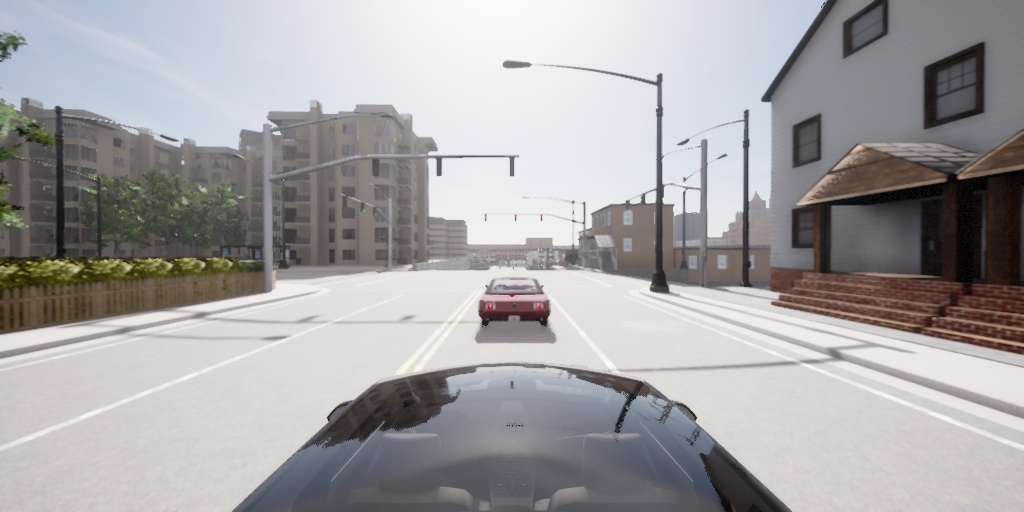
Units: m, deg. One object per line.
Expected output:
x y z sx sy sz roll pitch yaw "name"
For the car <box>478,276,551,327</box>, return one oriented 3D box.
0.072 1.274 11.229 1.895 1.301 4.718 0 0 0 "car"
